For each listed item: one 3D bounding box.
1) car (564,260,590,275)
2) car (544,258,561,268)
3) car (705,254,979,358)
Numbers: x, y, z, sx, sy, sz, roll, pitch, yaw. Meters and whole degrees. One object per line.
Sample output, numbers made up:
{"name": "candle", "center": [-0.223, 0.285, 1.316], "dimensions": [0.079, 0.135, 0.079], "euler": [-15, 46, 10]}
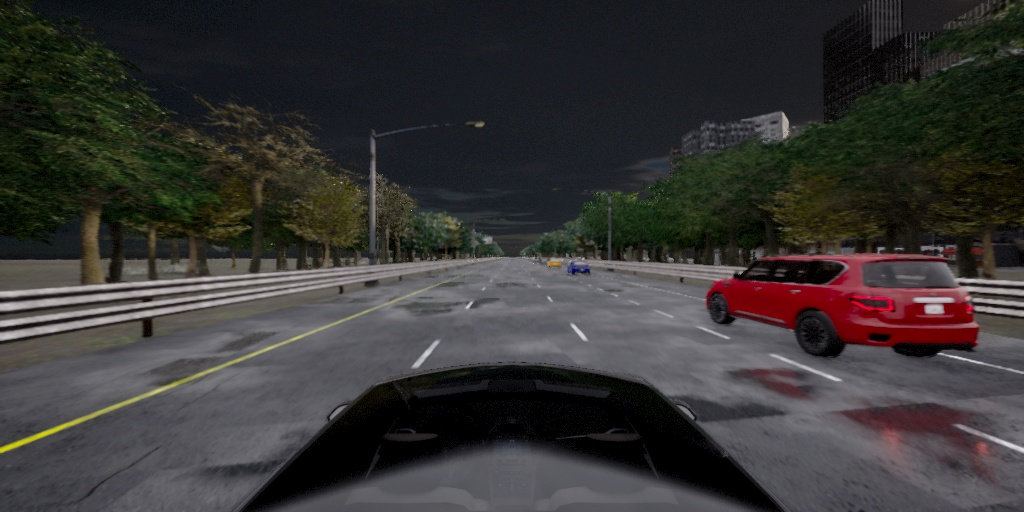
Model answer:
{"name": "car", "center": [7.085, 1.250, 38.557], "dimensions": [1.882, 1.535, 5.008], "euler": [0, 0, 0]}
{"name": "car", "center": [7.185, 1.263, 61.577], "dimensions": [1.882, 1.535, 5.008], "euler": [0, 0, 0]}
{"name": "car", "center": [7.004, 0.978, 8.625], "dimensions": [2.150, 2.045, 5.566], "euler": [0, 0, 0]}
